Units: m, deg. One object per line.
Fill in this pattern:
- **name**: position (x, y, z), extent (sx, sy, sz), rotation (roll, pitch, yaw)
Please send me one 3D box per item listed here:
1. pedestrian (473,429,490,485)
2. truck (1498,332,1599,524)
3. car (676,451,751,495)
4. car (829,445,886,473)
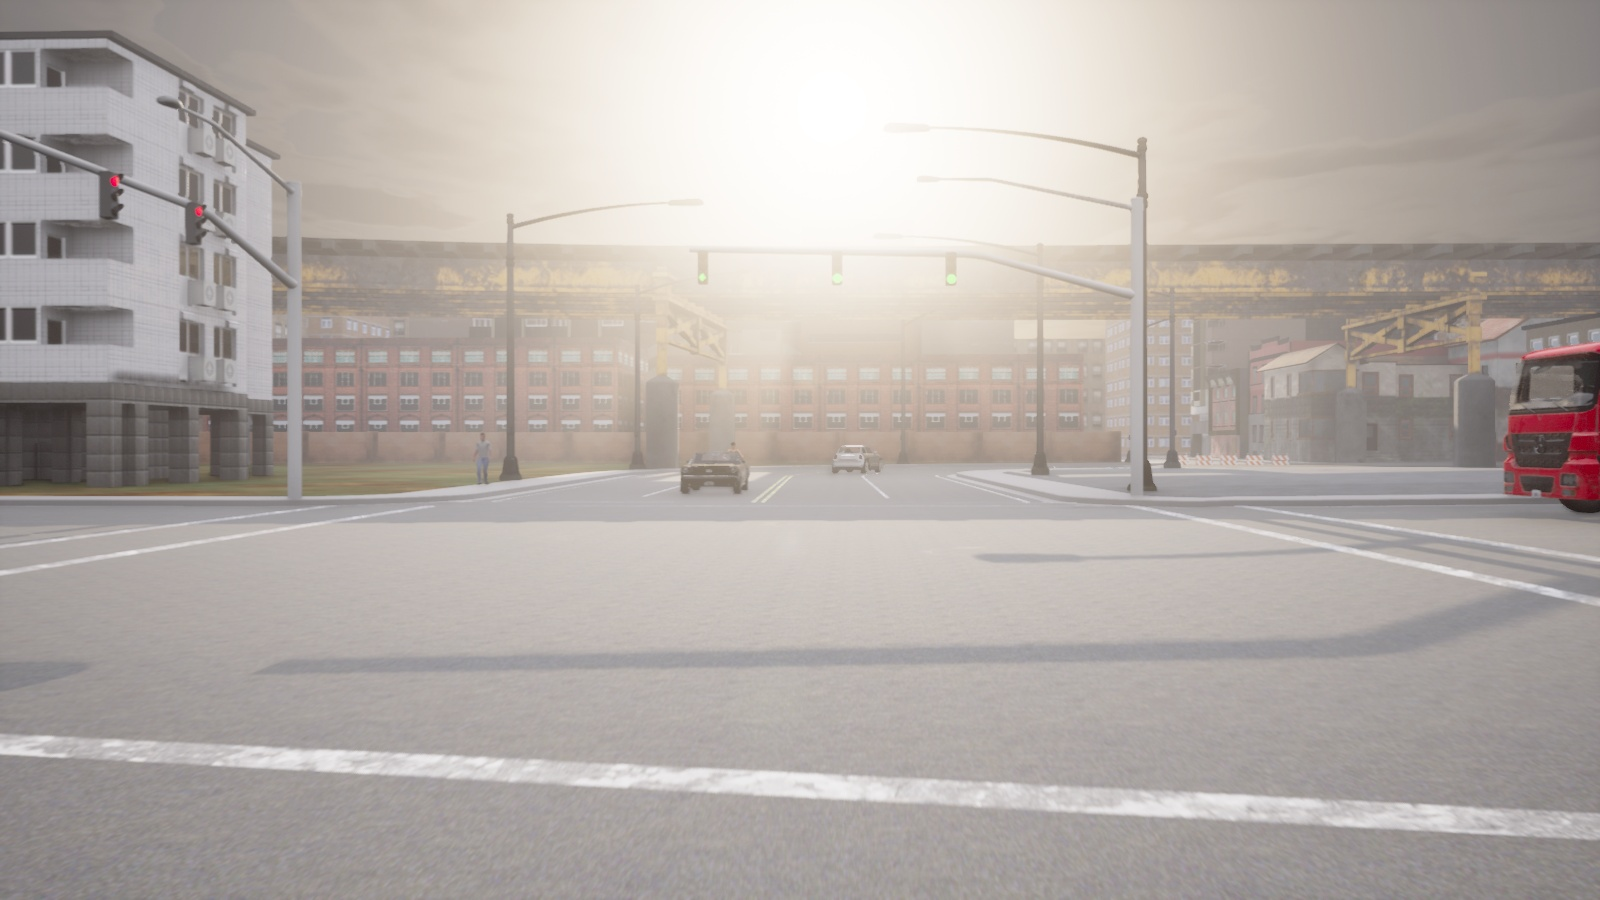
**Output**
- **pedestrian**: position (-10.718, 0.232, 42.276), extent (0.354, 1.836, 0.706), rotation (0, 0, 4)
- **truck**: position (18.205, -0.444, 24.085), extent (7.936, 3.462, 2.891), rotation (-1, 0, 2)
- **car**: position (-2.693, 0.691, 40.073), extent (1.895, 1.301, 4.718), rotation (0, 0, 2)
- **car**: position (3.116, 0.458, 67.023), extent (1.970, 1.475, 3.806), rotation (0, 0, 21)
